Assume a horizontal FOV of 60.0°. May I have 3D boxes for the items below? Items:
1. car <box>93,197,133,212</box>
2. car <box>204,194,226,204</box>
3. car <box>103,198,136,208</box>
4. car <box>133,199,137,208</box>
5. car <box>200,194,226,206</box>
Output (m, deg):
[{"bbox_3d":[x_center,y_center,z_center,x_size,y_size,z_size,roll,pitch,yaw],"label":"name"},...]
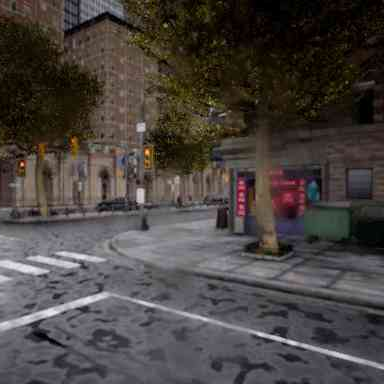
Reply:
[{"bbox_3d":[-9.278,1.539,38.345,1.994,1.385,4.181,0,0,36],"label":"car"},{"bbox_3d":[4.484,1.323,63.234,2.097,1.767,4.553,0,0,36],"label":"car"},{"bbox_3d":[-10.432,1.565,48.103,1.895,1.301,4.718,0,0,36],"label":"car"},{"bbox_3d":[-9.417,1.477,44.124,1.837,1.490,4.892,0,0,36],"label":"car"},{"bbox_3d":[3.237,1.482,55.622,1.837,1.490,4.892,0,0,36],"label":"car"}]
